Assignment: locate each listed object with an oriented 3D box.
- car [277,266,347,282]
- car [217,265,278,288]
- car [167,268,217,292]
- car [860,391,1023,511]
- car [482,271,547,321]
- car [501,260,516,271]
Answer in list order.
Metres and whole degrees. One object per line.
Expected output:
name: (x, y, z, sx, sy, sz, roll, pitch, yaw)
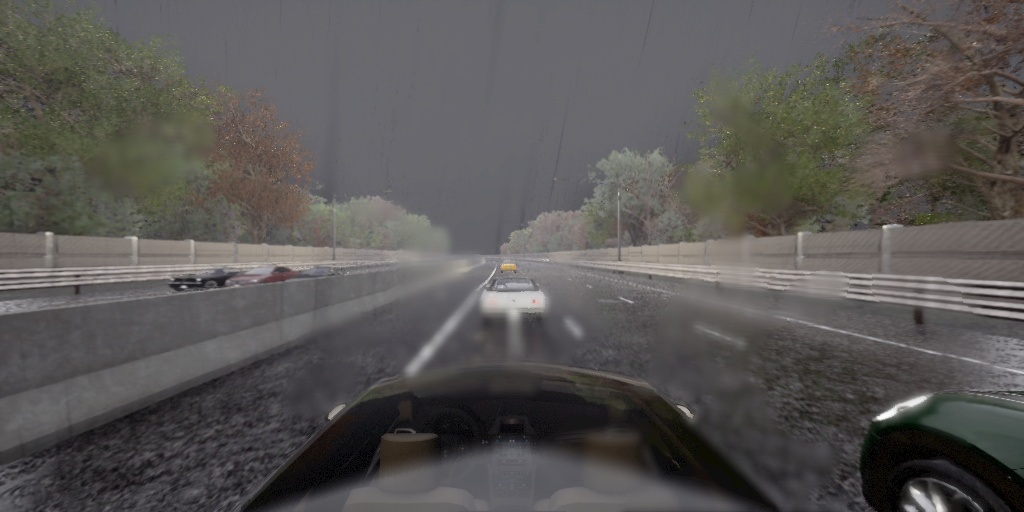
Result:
car: (-10.674, 1.321, 20.077, 1.994, 1.385, 4.181, 0, 0, 0)
car: (-14.176, 1.282, 20.797, 1.812, 1.442, 4.674, 0, 0, 0)
car: (-17.679, 1.358, 21.536, 1.895, 1.301, 4.718, 0, 0, 0)
car: (3.592, 1.100, 0.701, 2.097, 1.767, 4.553, 0, 0, 0)
car: (0.058, 1.355, 12.420, 1.895, 1.301, 4.718, 0, 0, 0)
car: (-0.438, 1.222, 44.635, 1.801, 1.575, 5.366, 0, 0, -1)
